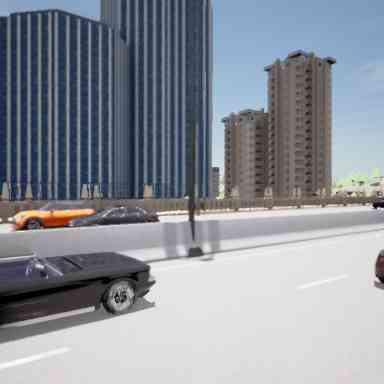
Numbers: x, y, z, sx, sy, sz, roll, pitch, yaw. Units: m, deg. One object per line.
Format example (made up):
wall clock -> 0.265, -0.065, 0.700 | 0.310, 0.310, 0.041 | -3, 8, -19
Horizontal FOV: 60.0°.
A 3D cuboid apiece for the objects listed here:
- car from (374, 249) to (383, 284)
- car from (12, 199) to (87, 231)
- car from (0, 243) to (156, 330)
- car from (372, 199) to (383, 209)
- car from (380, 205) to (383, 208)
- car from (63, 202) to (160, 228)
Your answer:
car -> 6.392, 1.562, 8.272 | 4.181, 1.385, 1.994 | 0, 0, -35
car -> -8.058, 1.340, 19.727 | 4.553, 1.767, 2.097 | 0, 0, -35
car -> -3.046, 1.597, 5.860 | 4.718, 1.301, 1.895 | 0, 0, -36
car -> 25.605, 1.594, 43.560 | 4.718, 1.301, 1.895 | 0, 0, -35
car -> 11.637, 1.488, 16.284 | 4.902, 1.511, 2.128 | 0, 0, -35
car -> -4.143, 1.495, 18.214 | 4.892, 1.490, 1.837 | 0, 0, -35
